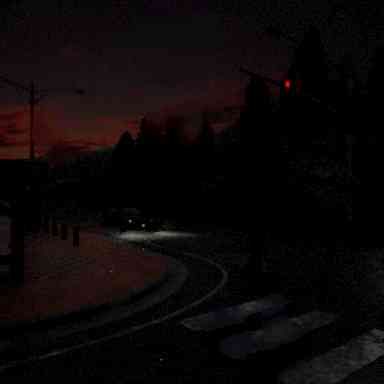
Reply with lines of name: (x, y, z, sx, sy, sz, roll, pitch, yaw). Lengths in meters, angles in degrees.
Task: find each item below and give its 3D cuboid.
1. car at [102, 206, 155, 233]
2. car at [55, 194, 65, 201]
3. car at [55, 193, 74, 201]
car: (-4.009, 1.573, 20.317, 1.812, 1.442, 4.674, 0, 0, -35)
car: (-27.960, 1.228, 75.885, 4.605, 1.855, 1.932, 0, 0, -36)
car: (-29.743, 1.229, 77.701, 3.866, 1.878, 1.905, 0, 0, -36)
